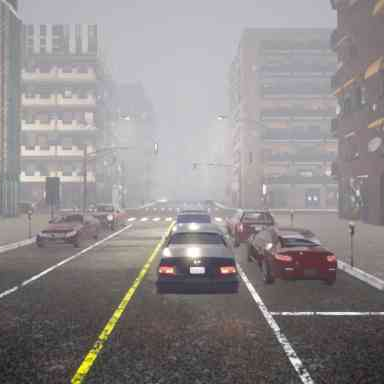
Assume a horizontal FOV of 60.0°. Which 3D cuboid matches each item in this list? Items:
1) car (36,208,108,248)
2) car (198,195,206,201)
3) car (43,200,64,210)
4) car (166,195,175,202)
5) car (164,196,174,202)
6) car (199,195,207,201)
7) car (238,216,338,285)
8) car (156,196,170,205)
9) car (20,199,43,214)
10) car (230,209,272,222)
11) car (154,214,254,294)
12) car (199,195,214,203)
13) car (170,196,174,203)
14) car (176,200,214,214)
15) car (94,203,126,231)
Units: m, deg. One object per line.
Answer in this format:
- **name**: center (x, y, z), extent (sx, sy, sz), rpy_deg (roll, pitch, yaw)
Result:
- **car**: center (-5.305, 1.585, 14.780), extent (1.802, 1.307, 4.206), rpy_deg (1, 0, 0)
- **car**: center (2.611, 1.560, 86.923), extent (2.008, 1.369, 4.403), rpy_deg (1, 0, 0)
- **car**: center (-17.607, 1.589, 39.721), extent (4.313, 1.339, 1.947), rpy_deg (0, -1, 0)
- **car**: center (-5.272, 1.554, 81.226), extent (1.887, 1.381, 4.507), rpy_deg (1, 0, 0)
- **car**: center (-5.275, 1.575, 75.555), extent (1.947, 1.339, 4.313), rpy_deg (1, 0, 0)
- **car**: center (2.608, 1.554, 81.253), extent (1.887, 1.381, 4.507), rpy_deg (1, 0, 0)
- **car**: center (2.578, 1.584, 9.249), extent (1.802, 1.307, 4.206), rpy_deg (1, 0, 0)
- **car**: center (-5.281, 1.533, 58.372), extent (1.752, 1.417, 4.829), rpy_deg (1, 0, 0)
- **car**: center (-17.549, 1.240, 31.845), extent (5.009, 1.841, 2.192), rpy_deg (0, -1, 0)
- **car**: center (2.582, 1.443, 14.799), extent (1.967, 1.590, 4.097), rpy_deg (1, 0, 0)
- **car**: center (0.104, 1.549, 8.905), extent (2.033, 1.411, 5.357), rpy_deg (0, 0, 0)
- **car**: center (2.596, 1.558, 52.898), extent (2.008, 1.369, 4.403), rpy_deg (1, 0, 0)
- **car**: center (-5.277, 1.534, 69.714), extent (1.752, 1.417, 4.829), rpy_deg (1, 0, 0)
- **car**: center (0.101, 1.481, 19.547), extent (1.882, 1.535, 5.008), rpy_deg (0, 0, 0)
- **car**: center (-5.305, 1.444, 20.329), extent (1.967, 1.590, 4.097), rpy_deg (1, 0, 0)
